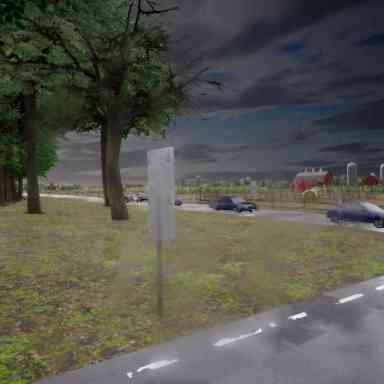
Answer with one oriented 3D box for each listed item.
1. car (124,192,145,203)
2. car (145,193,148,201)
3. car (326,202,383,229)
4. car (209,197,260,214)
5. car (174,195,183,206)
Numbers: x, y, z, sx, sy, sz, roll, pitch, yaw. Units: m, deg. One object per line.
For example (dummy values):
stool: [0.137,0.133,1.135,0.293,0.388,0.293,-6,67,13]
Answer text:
car: [-9.477,0.803,49.389,2.128,1.511,4.902,-1,1,-35]
car: [-8.086,0.811,52.349,1.994,1.385,4.181,-1,1,-35]
car: [10.750,1.368,20.947,1.812,1.442,4.674,-1,2,-32]
car: [3.785,1.184,30.923,2.033,1.411,5.357,-1,2,-36]
car: [-3.002,0.812,40.341,2.097,1.767,4.553,-1,2,-36]
